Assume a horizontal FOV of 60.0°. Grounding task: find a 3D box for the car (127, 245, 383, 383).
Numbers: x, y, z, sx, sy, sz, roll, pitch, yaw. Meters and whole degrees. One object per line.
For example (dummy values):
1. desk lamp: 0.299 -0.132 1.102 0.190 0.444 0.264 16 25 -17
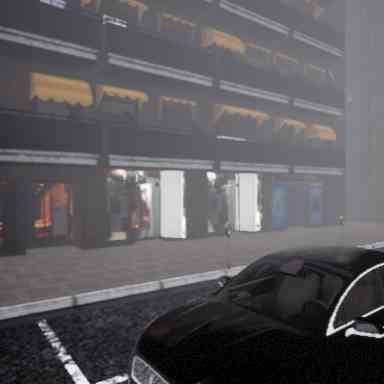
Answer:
1. car: 1.599 1.523 4.212 4.892 1.490 1.837 0 0 -36
